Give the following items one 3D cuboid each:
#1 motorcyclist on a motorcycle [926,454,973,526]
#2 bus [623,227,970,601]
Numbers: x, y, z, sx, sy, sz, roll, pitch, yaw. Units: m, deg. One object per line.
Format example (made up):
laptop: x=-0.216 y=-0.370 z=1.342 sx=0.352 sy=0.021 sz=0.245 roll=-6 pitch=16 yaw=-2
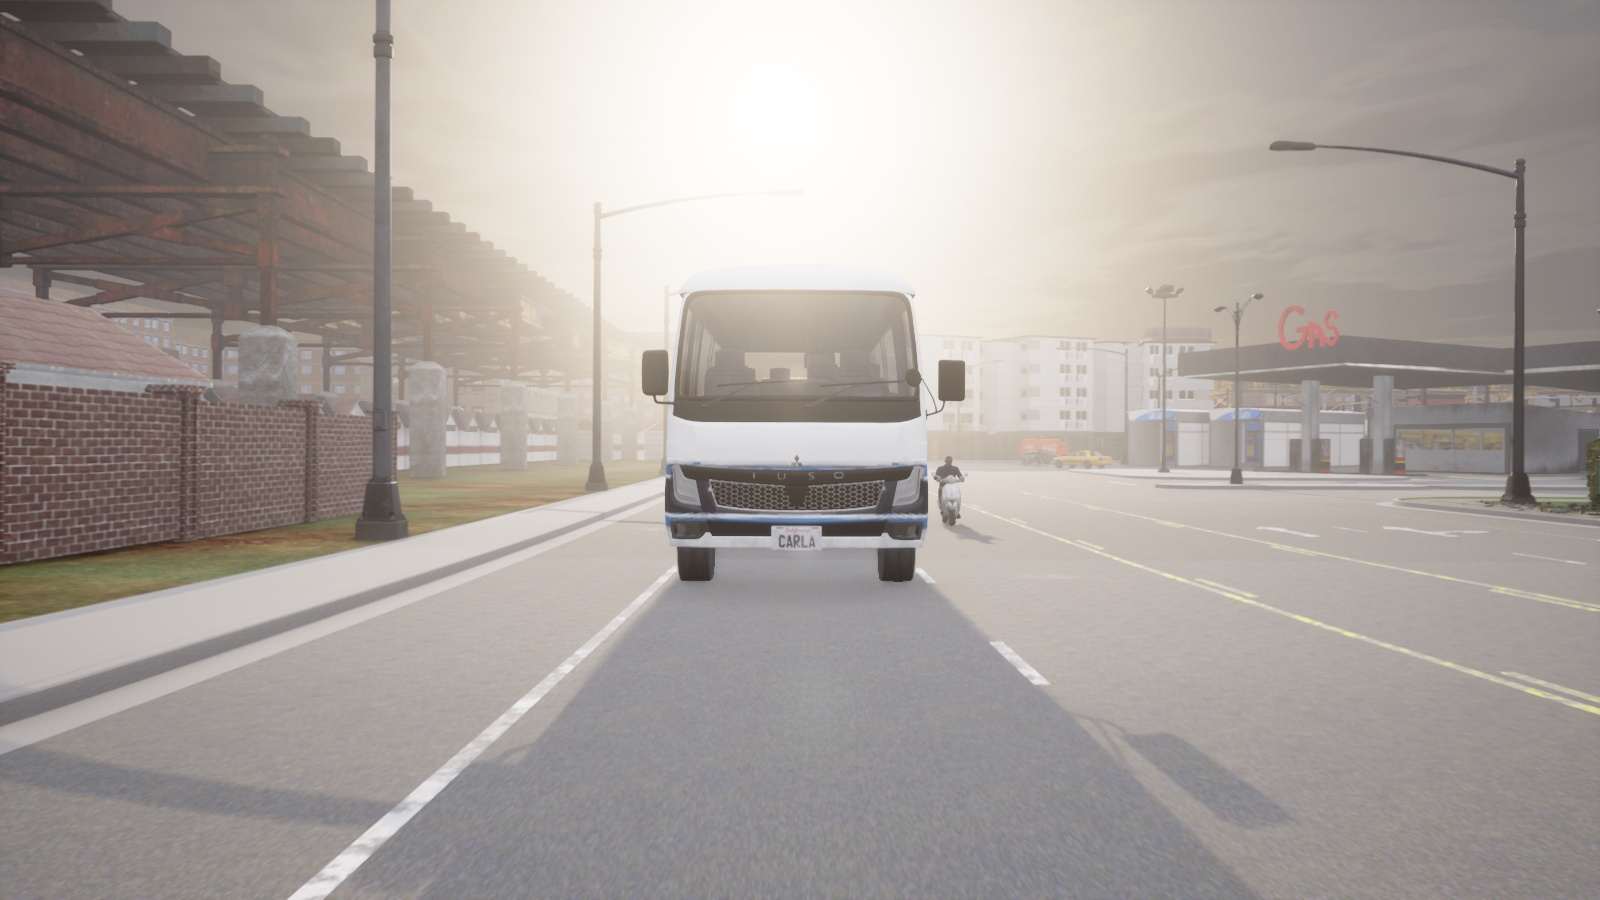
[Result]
motorcyclist on a motorcycle: x=3.433 y=0.901 z=28.940 sx=0.866 sy=1.590 sz=1.817 roll=0 pitch=0 yaw=0
bus: x=-0.050 y=-0.399 z=19.470 sx=3.944 sy=4.253 sz=10.273 roll=0 pitch=0 yaw=0
